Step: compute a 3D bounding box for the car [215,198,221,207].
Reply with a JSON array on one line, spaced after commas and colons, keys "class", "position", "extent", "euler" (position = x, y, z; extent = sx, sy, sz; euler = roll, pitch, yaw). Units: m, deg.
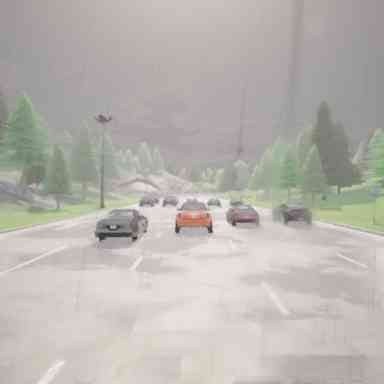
[{"class": "car", "position": [3.497, 1.600, 52.544], "extent": [1.994, 1.385, 4.181], "euler": [0, 0, 0]}]

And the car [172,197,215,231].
[{"class": "car", "position": [0.099, 1.367, 20.579], "extent": [2.097, 1.767, 4.553], "euler": [0, 0, 0]}]

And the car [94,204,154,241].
[{"class": "car", "position": [-3.402, 1.559, 16.865], "extent": [2.033, 1.411, 5.357], "euler": [0, 0, 0]}]

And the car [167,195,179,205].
[{"class": "car", "position": [-3.504, 1.394, 62.602], "extent": [2.097, 1.767, 4.553], "euler": [0, 0, 0]}]

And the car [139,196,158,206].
[{"class": "car", "position": [-7.003, 1.388, 52.540], "extent": [2.097, 1.767, 4.553], "euler": [0, 0, 0]}]

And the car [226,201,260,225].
[{"class": "car", "position": [3.599, 1.580, 23.956], "extent": [1.994, 1.385, 4.181], "euler": [0, 0, 0]}]

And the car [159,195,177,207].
[{"class": "car", "position": [-3.503, 1.388, 52.540], "extent": [2.097, 1.767, 4.553], "euler": [0, 0, 0]}]

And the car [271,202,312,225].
[{"class": "car", "position": [7.099, 1.520, 24.020], "extent": [1.837, 1.490, 4.892], "euler": [0, 0, 0]}]

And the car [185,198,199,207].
[{"class": "car", "position": [-0.003, 1.600, 52.537], "extent": [1.994, 1.385, 4.181], "euler": [0, 0, 0]}]

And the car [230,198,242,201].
[{"class": "car", "position": [6.997, 1.637, 52.570], "extent": [1.895, 1.301, 4.718], "euler": [0, 0, 0]}]
